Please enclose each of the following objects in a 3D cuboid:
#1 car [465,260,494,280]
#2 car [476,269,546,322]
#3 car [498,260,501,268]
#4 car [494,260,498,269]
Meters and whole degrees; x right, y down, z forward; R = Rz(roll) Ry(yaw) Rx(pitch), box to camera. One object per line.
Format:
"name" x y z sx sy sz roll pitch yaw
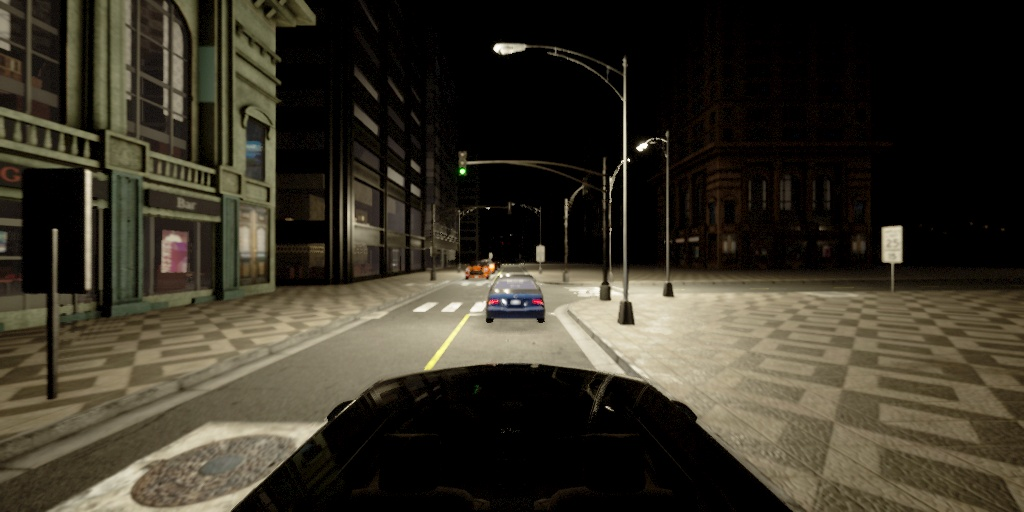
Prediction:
"car" -3.084 1.202 32.956 2.097 1.767 4.553 0 0 -1
"car" 0.100 1.330 12.376 2.033 1.411 5.357 0 0 0
"car" -3.095 1.467 53.338 2.033 1.411 5.357 0 0 0
"car" -3.107 1.234 42.698 2.097 1.767 4.553 0 0 0
